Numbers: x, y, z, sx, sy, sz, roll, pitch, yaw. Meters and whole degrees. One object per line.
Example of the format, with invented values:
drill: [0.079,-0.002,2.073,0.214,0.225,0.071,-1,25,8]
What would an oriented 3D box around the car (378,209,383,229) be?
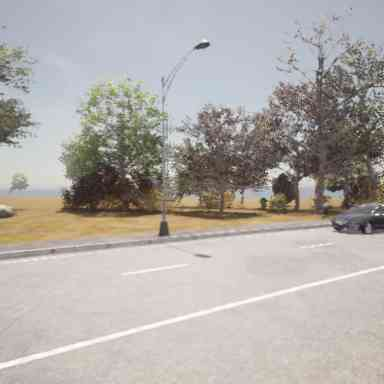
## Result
car: [10.762,1.512,14.876,4.718,1.301,1.895,0,0,-30]

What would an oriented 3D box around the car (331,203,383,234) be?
car: [9.770,1.406,18.349,4.892,1.490,1.837,0,0,-30]
